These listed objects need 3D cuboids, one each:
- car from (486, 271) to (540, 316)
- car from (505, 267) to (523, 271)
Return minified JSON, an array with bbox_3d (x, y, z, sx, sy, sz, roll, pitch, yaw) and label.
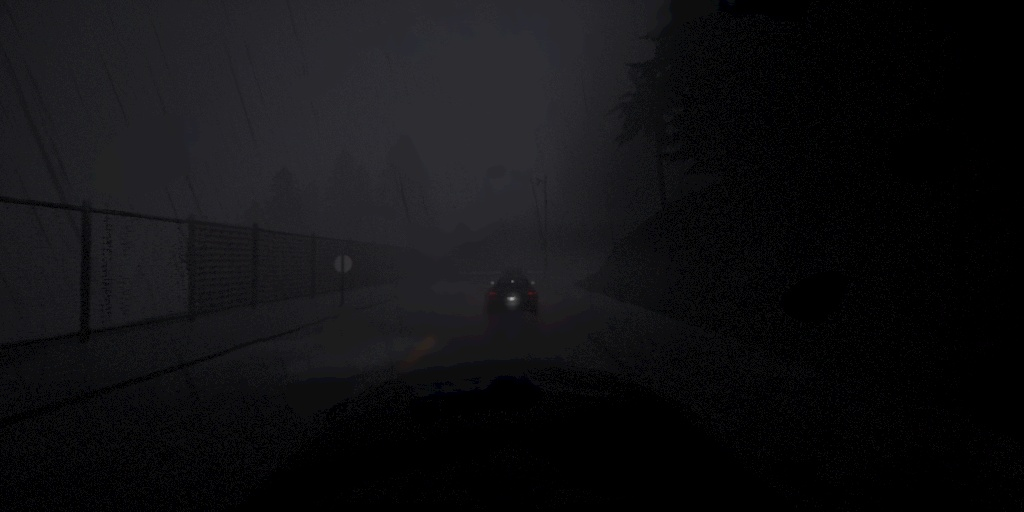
[{"bbox_3d":[0.046,1.492,14.377,1.994,1.385,4.181,0,-1,1],"label":"car"},{"bbox_3d":[0.187,1.640,29.107,1.837,1.490,4.892,0,0,3],"label":"car"}]
